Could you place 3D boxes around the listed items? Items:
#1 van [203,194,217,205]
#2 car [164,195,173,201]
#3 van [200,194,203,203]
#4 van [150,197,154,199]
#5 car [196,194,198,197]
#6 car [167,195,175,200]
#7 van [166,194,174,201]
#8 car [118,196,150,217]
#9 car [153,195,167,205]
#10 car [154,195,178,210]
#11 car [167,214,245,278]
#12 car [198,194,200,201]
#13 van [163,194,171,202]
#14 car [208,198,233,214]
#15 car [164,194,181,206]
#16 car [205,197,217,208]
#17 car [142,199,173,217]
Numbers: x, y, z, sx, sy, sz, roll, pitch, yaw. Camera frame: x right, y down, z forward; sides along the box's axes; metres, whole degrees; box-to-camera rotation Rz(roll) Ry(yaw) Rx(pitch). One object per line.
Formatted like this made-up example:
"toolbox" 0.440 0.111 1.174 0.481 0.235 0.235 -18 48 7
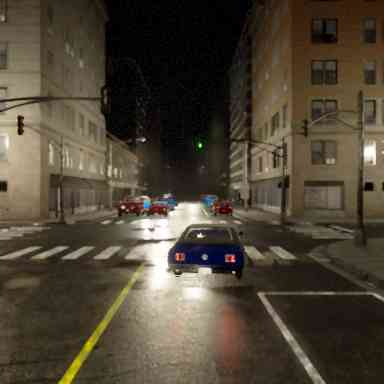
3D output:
"van" 2.858 1.336 48.236 1.690 1.788 3.998 0 0 0
"car" -5.665 1.546 81.244 2.008 1.369 4.403 0 0 0
"van" 2.859 1.336 59.239 1.690 1.788 3.998 0 0 0
"van" -5.668 1.336 37.233 1.690 1.788 3.998 0 0 0
"car" 2.860 1.311 86.745 2.192 1.841 5.009 0 0 0
"car" -5.665 1.563 92.247 1.947 1.339 4.313 0 0 0
"van" -5.665 1.337 86.746 1.690 1.788 3.998 0 0 0
"car" -5.668 1.310 31.733 2.192 1.841 5.009 0 0 0
"car" -5.667 1.434 59.239 1.967 1.590 4.097 0 0 0
"car" -3.091 1.472 40.368 1.882 1.535 5.008 0 0 0
"car" 0.628 1.597 10.163 1.895 1.301 4.718 0 0 8
"car" 2.860 1.576 70.242 1.802 1.307 4.206 0 0 0
"van" -5.666 1.335 75.744 1.690 1.788 3.998 0 0 0
"car" 2.858 1.539 31.731 1.887 1.381 4.507 0 0 0
"car" -3.066 1.472 50.406 1.882 1.535 5.008 0 0 1
"car" 2.858 1.561 37.233 1.947 1.339 4.313 0 0 0
"car" -3.098 1.596 30.922 1.895 1.301 4.718 0 0 0
